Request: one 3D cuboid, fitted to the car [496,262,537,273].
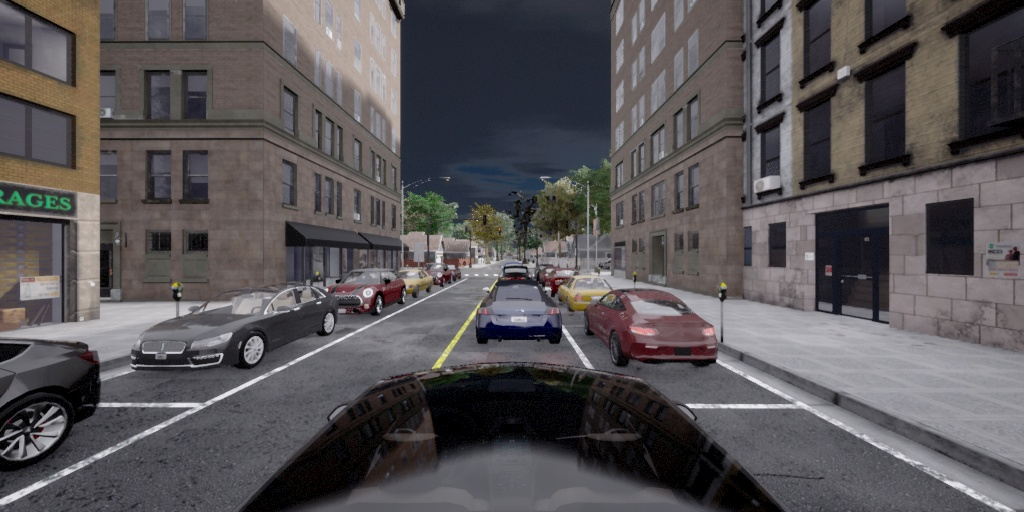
[{"bbox_3d":[0.189,1.260,19.592,1.837,1.490,4.892,0,0,0],"label":"car"}]

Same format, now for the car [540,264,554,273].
[{"bbox_3d":[2.723,1.300,18.668,1.888,1.381,4.507,0,0,0],"label":"car"}]

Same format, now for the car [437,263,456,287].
[{"bbox_3d":[-5.272,1.198,24.228,1.967,1.591,4.097,0,0,0],"label":"car"}]

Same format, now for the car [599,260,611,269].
[{"bbox_3d":[14.997,1.168,49.357,4.902,1.511,2.128,0,0,0],"label":"car"}]

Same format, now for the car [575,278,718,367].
[{"bbox_3d":[2.662,1.332,7.631,1.802,1.307,4.207,0,0,0],"label":"car"}]

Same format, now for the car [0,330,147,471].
[{"bbox_3d":[-5.393,1.316,2.154,1.948,1.339,4.313,0,0,0],"label":"car"}]

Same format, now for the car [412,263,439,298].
[{"bbox_3d":[-5.303,1.280,18.539,1.751,1.417,4.829,0,0,0],"label":"car"}]

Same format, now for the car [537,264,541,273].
[{"bbox_3d":[2.753,1.340,24.186,1.802,1.307,4.207,0,0,0],"label":"car"}]

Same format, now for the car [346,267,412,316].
[{"bbox_3d":[-5.332,1.192,13.190,1.967,1.591,4.097,0,0,0],"label":"car"}]

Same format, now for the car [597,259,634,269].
[{"bbox_3d":[15.193,1.181,52.614,4.892,1.490,1.837,0,0,0],"label":"car"}]

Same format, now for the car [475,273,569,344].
[{"bbox_3d":[0.142,1.315,9.607,1.994,1.385,4.181,0,0,0],"label":"car"}]

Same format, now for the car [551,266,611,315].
[{"bbox_3d":[2.694,1.278,13.320,1.751,1.417,4.829,0,0,0],"label":"car"}]

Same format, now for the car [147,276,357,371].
[{"bbox_3d":[-5.363,1.301,7.672,2.007,1.370,4.403,0,0,0],"label":"car"}]

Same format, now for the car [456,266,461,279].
[{"bbox_3d":[-5.242,1.343,29.747,1.802,1.307,4.207,0,0,0],"label":"car"}]
